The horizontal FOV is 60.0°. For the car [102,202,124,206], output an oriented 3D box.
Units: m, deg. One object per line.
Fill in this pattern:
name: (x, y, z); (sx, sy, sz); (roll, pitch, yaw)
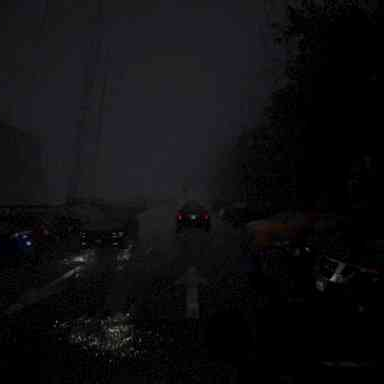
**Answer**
car: (-8.066, 1.743, 25.278); (5.008, 1.535, 2.097); (0, -1, 0)

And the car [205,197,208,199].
car: (4.817, 1.826, 44.966); (5.366, 1.575, 1.946); (0, 0, 0)

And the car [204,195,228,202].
car: (5.010, 1.367, 69.939); (4.792, 1.488, 2.163); (0, 2, 0)

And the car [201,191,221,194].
car: (4.979, 1.158, 75.632); (4.674, 1.452, 2.002); (0, 2, 0)

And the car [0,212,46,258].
car: (-8.044, 1.603, 11.362); (5.008, 1.535, 2.097); (0, -1, 0)

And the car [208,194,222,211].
car: (5.035, 1.590, 39.387); (5.566, 2.045, 2.435); (0, 0, 0)

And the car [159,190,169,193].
car: (-8.068, 1.183, 67.065); (5.566, 2.045, 2.435); (0, 2, 0)

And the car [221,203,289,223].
car: (5.202, 1.766, 28.112); (5.366, 1.575, 1.946); (0, -1, 0)

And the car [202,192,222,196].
car: (5.169, 1.428, 67.147); (5.366, 1.575, 1.946); (0, 2, 0)

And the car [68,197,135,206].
car: (-8.035, 1.519, 28.064); (5.566, 2.045, 2.435); (0, -1, 0)

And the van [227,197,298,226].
van: (4.905, 1.489, 22.544); (4.442, 1.987, 1.878); (0, -1, 0)

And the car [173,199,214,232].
car: (0.082, 1.581, 21.958); (2.097, 1.767, 4.553); (0, -1, 0)

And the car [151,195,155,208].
car: (-8.049, 1.689, 47.562); (4.553, 1.767, 2.185); (0, 0, 0)

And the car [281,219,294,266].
car: (5.061, 1.603, 8.620); (4.792, 1.488, 2.163); (0, -1, 0)

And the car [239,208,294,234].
car: (5.028, 1.699, 16.973); (4.674, 1.452, 2.002); (0, -1, 0)

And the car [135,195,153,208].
car: (-8.046, 1.706, 44.782); (4.553, 1.767, 2.185); (0, 0, 0)

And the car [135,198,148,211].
car: (-8.079, 1.842, 39.206); (5.008, 1.535, 2.097); (0, 0, 0)

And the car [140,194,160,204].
car: (-8.121, 1.623, 61.507); (4.792, 1.488, 2.163); (0, 1, 0)

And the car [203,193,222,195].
car: (5.172, 1.513, 64.353); (5.366, 1.575, 1.946); (0, 2, 0)

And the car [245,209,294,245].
car: (5.034, 1.631, 14.188); (5.008, 1.535, 2.097); (0, -1, 0)

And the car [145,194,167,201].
car: (-8.074, 1.157, 75.428); (4.792, 1.488, 2.163); (0, 2, 0)

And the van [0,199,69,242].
van: (-7.935, 1.406, 14.148); (4.442, 1.987, 1.878); (0, -1, 0)

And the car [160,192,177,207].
car: (-3.611, 1.453, 55.714); (2.150, 2.045, 5.566); (0, 1, 0)

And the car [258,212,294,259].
car: (5.037, 1.603, 11.403); (4.892, 1.521, 2.231); (0, -1, 0)

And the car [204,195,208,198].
car: (4.988, 1.703, 56.118); (5.008, 1.535, 2.097); (0, 1, 0)

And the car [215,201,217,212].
car: (5.009, 1.798, 31.020); (5.008, 1.535, 2.097); (0, 0, 0)

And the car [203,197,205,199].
car: (0.068, 1.713, 38.595); (2.097, 1.767, 4.553); (0, 0, 0)

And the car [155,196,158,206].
car: (-8.053, 1.816, 50.351); (4.792, 1.488, 2.163); (0, 1, 0)

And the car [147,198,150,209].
car: (-8.072, 1.881, 41.995); (4.674, 1.452, 2.002); (0, 0, 0)

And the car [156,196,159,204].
car: (-8.114, 1.781, 53.138); (4.792, 1.488, 2.163); (0, 1, 0)

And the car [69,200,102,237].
car: (-8.088, 1.563, 19.838); (4.553, 1.767, 2.185); (0, -1, 0)

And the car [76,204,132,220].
car: (-8.068, 1.838, 30.844); (4.674, 1.452, 2.002); (0, -1, 0)

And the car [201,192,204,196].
car: (4.982, 1.269, 72.849); (4.674, 1.452, 2.002); (0, 2, 0)

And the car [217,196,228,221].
car: (4.990, 1.491, 25.330); (5.566, 2.045, 2.435); (0, -1, 0)

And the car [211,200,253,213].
car: (5.010, 1.839, 42.176); (5.008, 1.535, 2.097); (0, 0, 0)

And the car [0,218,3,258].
car: (-8.052, 1.574, 8.579); (5.008, 1.535, 2.097); (0, -1, 0)

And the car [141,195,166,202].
car: (-8.104, 1.341, 69.865); (5.008, 1.535, 2.097); (0, 2, 0)

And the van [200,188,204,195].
van: (4.848, 0.788, 78.293); (4.442, 1.987, 1.878); (-1, 2, 0)

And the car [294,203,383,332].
car: (5.007, 1.293, 5.835); (5.566, 2.045, 2.435); (0, -1, 0)

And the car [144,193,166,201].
car: (-8.070, 1.112, 72.638); (4.553, 1.767, 2.185); (0, 2, 0)

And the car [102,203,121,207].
car: (-7.873, 1.712, 22.495); (5.366, 1.575, 1.946); (0, -1, 0)

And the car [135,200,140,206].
car: (-8.097, 1.850, 33.629); (4.792, 1.488, 2.163); (0, 0, 0)

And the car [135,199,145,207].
car: (-8.075, 1.836, 36.417); (5.008, 1.535, 2.097); (0, 0, 0)

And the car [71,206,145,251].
car: (-3.611, 1.640, 15.252); (1.882, 1.535, 5.008); (0, -1, 0)
